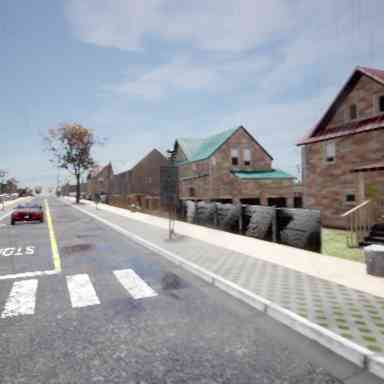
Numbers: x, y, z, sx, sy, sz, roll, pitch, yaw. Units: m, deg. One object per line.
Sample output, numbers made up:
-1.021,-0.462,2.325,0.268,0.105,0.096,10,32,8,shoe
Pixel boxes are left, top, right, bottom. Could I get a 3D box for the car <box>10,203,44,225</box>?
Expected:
-11.675,1.464,23.709,1.994,1.385,4.181,-1,1,-24,car
